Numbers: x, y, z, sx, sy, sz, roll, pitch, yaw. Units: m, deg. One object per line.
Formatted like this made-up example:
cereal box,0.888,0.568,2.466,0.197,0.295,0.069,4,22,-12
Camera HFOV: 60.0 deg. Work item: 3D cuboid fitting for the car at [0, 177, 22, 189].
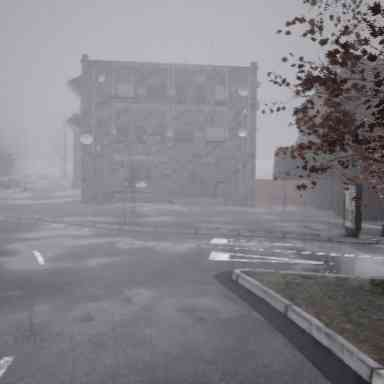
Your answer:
car,-24.325,-1.240,44.222,1.837,1.490,4.892,1,6,-7
